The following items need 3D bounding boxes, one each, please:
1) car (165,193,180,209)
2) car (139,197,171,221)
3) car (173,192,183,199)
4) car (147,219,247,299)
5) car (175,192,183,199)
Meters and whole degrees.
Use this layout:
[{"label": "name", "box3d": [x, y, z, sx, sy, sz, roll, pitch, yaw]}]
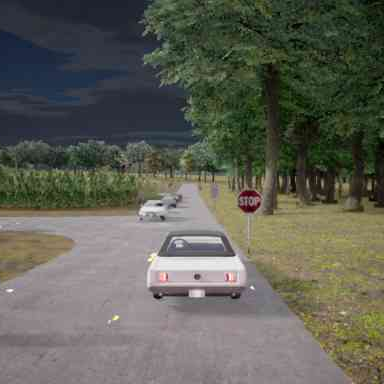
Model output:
[{"label": "car", "box3d": [-2.858, 1.236, 40.926, 1.812, 1.442, 4.674, 0, 1, 0]}, {"label": "car", "box3d": [-2.842, 1.370, 25.331, 1.812, 1.442, 4.674, 1, -1, 0]}, {"label": "car", "box3d": [-2.795, 0.718, 66.711, 1.895, 1.301, 4.718, 0, 1, 0]}, {"label": "car", "box3d": [0.098, 1.590, 8.380, 1.895, 1.301, 4.718, 0, 0, 0]}, {"label": "car", "box3d": [-2.846, 1.041, 51.966, 1.994, 1.385, 4.181, 0, 1, 0]}]
